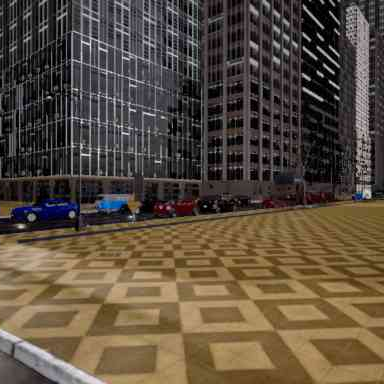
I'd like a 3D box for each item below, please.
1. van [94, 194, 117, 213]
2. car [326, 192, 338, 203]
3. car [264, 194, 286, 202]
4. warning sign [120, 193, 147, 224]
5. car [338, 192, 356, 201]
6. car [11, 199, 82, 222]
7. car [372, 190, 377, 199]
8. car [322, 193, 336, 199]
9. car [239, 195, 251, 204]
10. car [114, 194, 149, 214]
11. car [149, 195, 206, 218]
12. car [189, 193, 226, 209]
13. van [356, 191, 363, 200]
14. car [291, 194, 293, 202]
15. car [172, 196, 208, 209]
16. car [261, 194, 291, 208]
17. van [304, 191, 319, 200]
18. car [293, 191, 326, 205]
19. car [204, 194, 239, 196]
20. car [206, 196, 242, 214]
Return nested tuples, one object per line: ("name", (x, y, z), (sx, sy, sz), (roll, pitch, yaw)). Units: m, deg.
("van", (-7.657, 1.107, 32.719), (1.690, 1.788, 3.998), (1, 1, 41))
("car", (20.975, 0.840, 53.116), (2.192, 1.841, 5.009), (1, 1, 41))
("car", (14.618, 1.057, 58.582), (1.947, 1.339, 4.313), (1, 1, 41))
("warning sign", (-3.620, 0.977, 20.725), (1.300, 1.860, 1.060), (0, 0, 41))
("car", (28.480, 0.957, 61.895), (1.752, 1.417, 4.829), (1, 1, 41))
("car", (-10.787, 1.319, 24.899), (1.882, 1.535, 5.008), (0, 1, 41))
("car", (39.461, 0.848, 74.737), (2.008, 1.369, 4.403), (1, 1, 41))
("car", (33.106, 0.829, 80.200), (1.947, 1.339, 4.313), (1, 1, 41))
("car", (7.222, 1.148, 49.935), (1.947, 1.339, 4.313), (1, 1, 41))
("car", (-4.635, 1.242, 32.093), (1.882, 1.535, 5.008), (0, 1, 40))
("car", (-1.116, 1.241, 27.101), (1.967, 1.590, 4.097), (1, 1, 41))
("car", (1.914, 1.036, 39.703), (2.097, 1.767, 4.553), (0, 1, 42))
("van", (35.765, 0.683, 70.410), (1.690, 1.788, 3.998), (1, 1, 41))
("car", (16.578, 1.050, 51.992), (1.837, 1.490, 4.892), (0, 1, 41))
("car", (-0.178, 1.219, 41.295), (1.887, 1.381, 4.507), (1, 1, 41))
("car", (9.882, 1.244, 40.151), (1.802, 1.307, 4.206), (1, 1, 41))
("van", (25.711, 0.695, 71.549), (1.690, 1.788, 3.998), (1, 1, 41))
("car", (17.278, 0.885, 48.793), (2.192, 1.841, 5.009), (1, 1, 41))
("car", (2.625, 1.221, 35.660), (1.837, 1.490, 4.892), (0, 1, 41))
("car", (2.538, 1.320, 31.462), (1.947, 1.339, 4.313), (1, 1, 41))
